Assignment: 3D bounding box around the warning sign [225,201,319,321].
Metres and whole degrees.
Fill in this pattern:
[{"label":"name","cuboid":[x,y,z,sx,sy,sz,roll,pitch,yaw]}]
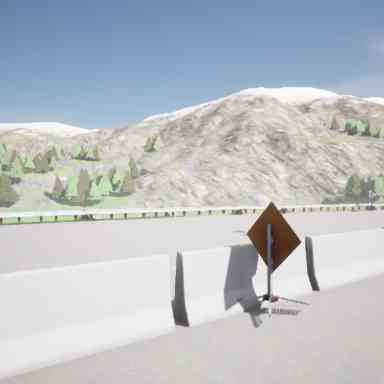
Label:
[{"label":"warning sign","cuboid":[1.439,1.112,6.096,1.060,1.860,1.300,0,0,-34]}]
